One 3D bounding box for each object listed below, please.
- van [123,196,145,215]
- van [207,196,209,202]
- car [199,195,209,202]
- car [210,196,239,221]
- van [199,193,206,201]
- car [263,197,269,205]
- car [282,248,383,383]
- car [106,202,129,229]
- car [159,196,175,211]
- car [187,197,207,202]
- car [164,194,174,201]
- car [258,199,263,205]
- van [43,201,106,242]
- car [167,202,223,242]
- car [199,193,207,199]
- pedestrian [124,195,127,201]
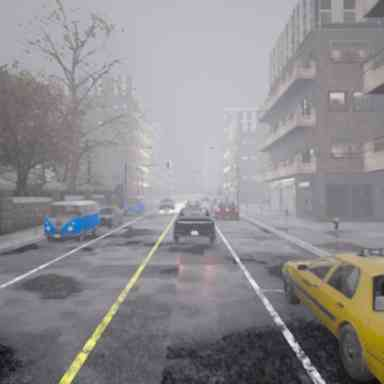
[{"bbox_3d":[-5.614,1.317,32.674,1.690,1.788,3.998,1,0,0],"label":"van"},{"bbox_3d":[2.700,1.317,32.665,1.690,1.788,3.998,1,0,0],"label":"van"},{"bbox_3d":[2.764,1.497,76.255,2.008,1.369,4.403,1,0,0],"label":"car"},{"bbox_3d":[2.696,1.420,27.142,1.967,1.590,4.097,1,0,0],"label":"car"},{"bbox_3d":[2.776,1.281,87.539,1.690,1.788,3.998,1,0,0],"label":"van"},{"bbox_3d":[13.578,1.539,50.407,4.313,1.339,1.947,0,-1,1],"label":"car"},{"bbox_3d":[2.707,1.521,5.219,1.752,1.417,4.829,1,0,0],"label":"car"},{"bbox_3d":[-5.643,1.550,21.626,1.947,1.339,4.313,1,0,0],"label":"car"},{"bbox_3d":[-2.990,1.517,41.458,2.033,1.411,5.357,0,0,1],"label":"car"},{"bbox_3d":[0.127,1.522,34.212,2.033,1.411,5.357,0,0,0],"label":"car"},{"bbox_3d":[-5.610,1.384,81.904,1.967,1.590,4.097,1,0,0],"label":"car"},{"bbox_3d":[13.689,1.556,58.788,4.097,1.590,1.967,0,-1,1],"label":"car"},{"bbox_3d":[-5.669,1.329,16.103,1.690,1.788,3.998,1,0,0],"label":"van"},{"bbox_3d":[0.114,1.479,16.189,2.128,1.511,4.902,0,0,0],"label":"car"},{"bbox_3d":[2.759,1.516,70.612,1.947,1.339,4.313,1,0,0],"label":"car"},{"bbox_3d":[-12.490,1.163,62.066,0.375,1.860,0.375,0,-1,1],"label":"pedestrian"}]
